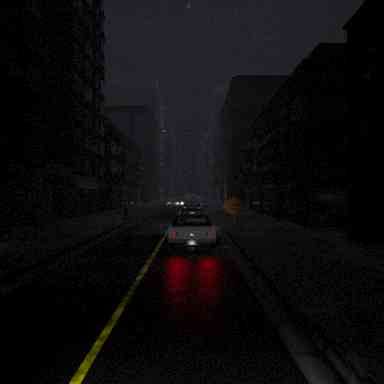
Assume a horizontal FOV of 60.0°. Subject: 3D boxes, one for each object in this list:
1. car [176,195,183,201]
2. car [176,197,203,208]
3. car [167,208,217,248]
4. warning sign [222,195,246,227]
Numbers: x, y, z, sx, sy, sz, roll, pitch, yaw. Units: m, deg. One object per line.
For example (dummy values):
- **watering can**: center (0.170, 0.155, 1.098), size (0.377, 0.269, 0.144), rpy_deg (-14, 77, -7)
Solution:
- **car**: center (-2.750, 1.515, 76.713), size (2.128, 1.511, 4.902), rpy_deg (0, 0, 0)
- **car**: center (0.000, 1.499, 29.651), size (2.128, 1.511, 4.902), rpy_deg (0, 0, 0)
- **car**: center (0.000, 1.618, 14.681), size (1.895, 1.301, 4.718), rpy_deg (0, 0, 0)
- **warning sign**: center (2.510, 1.117, 19.899), size (1.300, 1.860, 1.060), rpy_deg (0, 0, 0)
